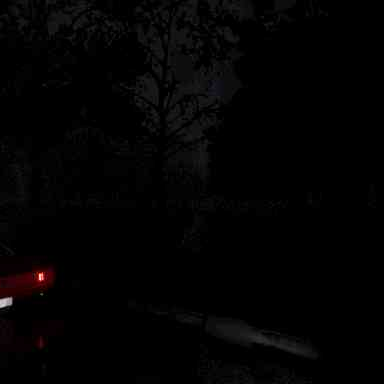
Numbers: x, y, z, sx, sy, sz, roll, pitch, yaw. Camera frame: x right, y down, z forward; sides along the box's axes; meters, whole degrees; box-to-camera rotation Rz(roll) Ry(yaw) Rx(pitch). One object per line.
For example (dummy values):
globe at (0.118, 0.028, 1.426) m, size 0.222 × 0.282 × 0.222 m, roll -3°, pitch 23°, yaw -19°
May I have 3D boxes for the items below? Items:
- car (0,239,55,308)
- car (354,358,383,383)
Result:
car at (-5.016, 1.611, 6.981) m, size 4.718 × 1.301 × 1.895 m, roll 0°, pitch 0°, yaw 36°
car at (3.139, 1.504, 1.139) m, size 4.892 × 1.490 × 1.837 m, roll 0°, pitch 0°, yaw 35°
